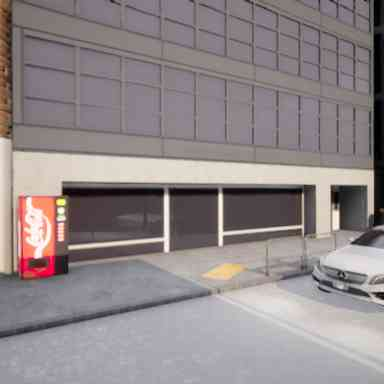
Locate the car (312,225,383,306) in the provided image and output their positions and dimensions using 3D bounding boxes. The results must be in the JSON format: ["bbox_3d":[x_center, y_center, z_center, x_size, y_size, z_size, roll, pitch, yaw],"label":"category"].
[{"bbox_3d":[4.758,1.487,7.510,4.674,1.442,1.812,0,0,-32],"label":"car"}]
